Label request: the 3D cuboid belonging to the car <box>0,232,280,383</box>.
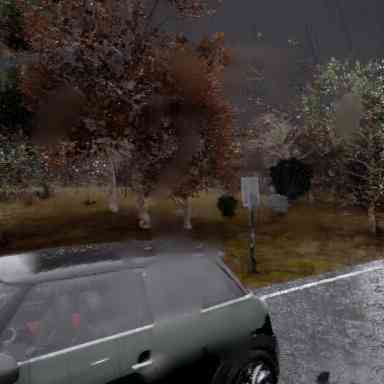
[{"bbox_3d":[-1.338,1.344,2.999,4.553,1.767,2.097,0,0,-35],"label":"car"}]
